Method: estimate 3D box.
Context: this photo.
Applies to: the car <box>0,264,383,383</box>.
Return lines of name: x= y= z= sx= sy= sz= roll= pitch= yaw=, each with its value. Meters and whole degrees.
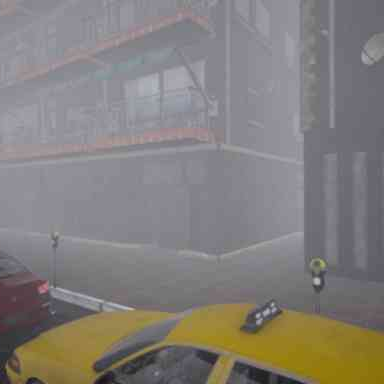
car: x=0.314 y=1.532 z=2.652 sx=4.829 sy=1.417 sz=1.752 roll=0 pitch=0 yaw=36

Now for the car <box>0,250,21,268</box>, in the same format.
car: x=-4.126 y=1.619 z=5.830 sx=4.206 sy=1.307 sz=1.802 roll=0 pitch=0 yaw=36
